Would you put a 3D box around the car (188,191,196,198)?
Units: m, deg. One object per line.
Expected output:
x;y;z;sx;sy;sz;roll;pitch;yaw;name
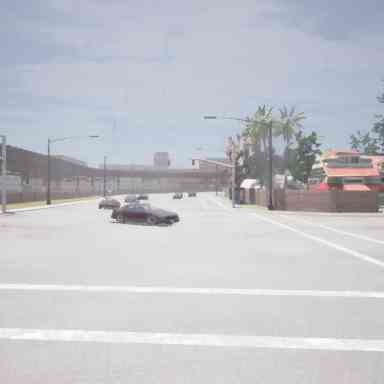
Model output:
0.079;0.519;86.797;2.097;1.767;4.553;0;1;0;car

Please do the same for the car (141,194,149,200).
-10.435;1.077;71.266;1.895;1.301;4.718;0;1;0;car

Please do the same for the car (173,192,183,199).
-3.430;0.963;76.841;1.895;1.301;4.718;0;1;0;car

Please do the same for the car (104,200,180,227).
-3.396;1.532;23.119;5.357;1.411;2.033;0;0;37;car

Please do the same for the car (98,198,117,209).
-10.560;1.467;42.454;1.994;1.385;4.181;0;1;0;car

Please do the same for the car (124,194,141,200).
-10.529;1.242;57.917;1.812;1.442;4.674;0;1;0;car

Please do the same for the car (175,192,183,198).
-3.421;0.709;87.159;1.994;1.385;4.181;0;1;0;car
